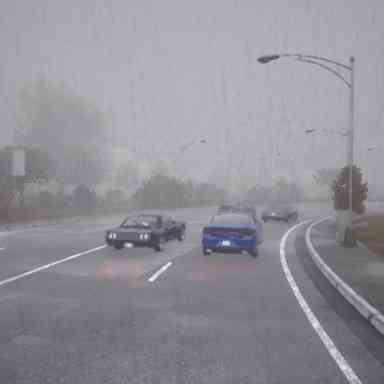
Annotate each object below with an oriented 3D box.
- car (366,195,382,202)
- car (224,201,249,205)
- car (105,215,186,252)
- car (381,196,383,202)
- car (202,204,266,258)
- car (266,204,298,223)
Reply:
[{"bbox_3d":[37.213,1.299,67.479,4.892,1.490,1.837,-1,2,-37],"label":"car"},{"bbox_3d":[3.765,1.484,27.324,1.837,1.490,4.892,1,0,29],"label":"car"},{"bbox_3d":[-1.668,1.589,13.900,1.895,1.301,4.718,0,0,15],"label":"car"},{"bbox_3d":[39.303,1.417,64.674,4.181,1.385,1.994,-1,2,-37],"label":"car"},{"bbox_3d":[1.712,1.477,12.989,1.882,1.535,5.008,0,0,15],"label":"car"},{"bbox_3d":[6.814,1.580,25.607,1.994,1.385,4.181,1,0,29],"label":"car"}]
